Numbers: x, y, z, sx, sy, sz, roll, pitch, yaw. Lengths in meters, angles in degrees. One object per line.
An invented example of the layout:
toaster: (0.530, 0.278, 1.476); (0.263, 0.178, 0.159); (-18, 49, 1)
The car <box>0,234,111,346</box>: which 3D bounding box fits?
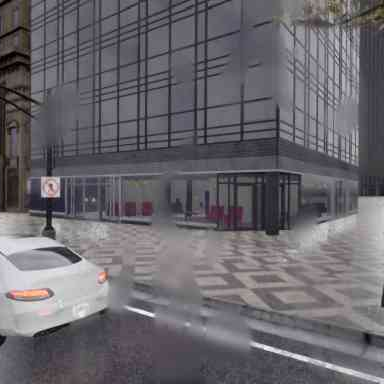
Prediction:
car: (-3.487, 1.524, 6.168); (4.674, 1.442, 1.812); (0, 0, 35)
